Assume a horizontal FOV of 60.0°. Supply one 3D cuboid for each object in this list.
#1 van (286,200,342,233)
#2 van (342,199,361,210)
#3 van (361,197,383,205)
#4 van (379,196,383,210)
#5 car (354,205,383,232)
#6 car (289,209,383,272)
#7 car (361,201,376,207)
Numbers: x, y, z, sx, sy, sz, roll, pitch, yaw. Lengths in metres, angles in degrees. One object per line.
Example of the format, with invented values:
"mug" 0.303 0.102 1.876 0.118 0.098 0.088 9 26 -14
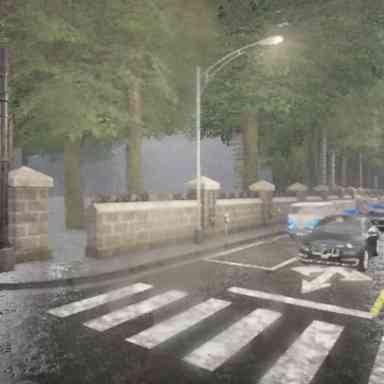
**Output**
"van" 6.222 1.422 17.154 1.690 1.788 3.998 0 0 36
"van" 9.569 1.437 21.715 1.690 1.788 3.998 0 0 36
"van" 16.265 1.464 30.837 1.690 1.788 3.998 0 0 36
"van" 26.307 1.494 44.521 1.690 1.788 3.998 0 0 36
"car" 11.076 1.690 19.419 1.895 1.301 4.718 0 0 36
"car" 5.103 1.566 11.300 1.837 1.490 4.892 0 0 35
"car" 12.918 1.655 26.275 1.887 1.381 4.507 0 0 36
